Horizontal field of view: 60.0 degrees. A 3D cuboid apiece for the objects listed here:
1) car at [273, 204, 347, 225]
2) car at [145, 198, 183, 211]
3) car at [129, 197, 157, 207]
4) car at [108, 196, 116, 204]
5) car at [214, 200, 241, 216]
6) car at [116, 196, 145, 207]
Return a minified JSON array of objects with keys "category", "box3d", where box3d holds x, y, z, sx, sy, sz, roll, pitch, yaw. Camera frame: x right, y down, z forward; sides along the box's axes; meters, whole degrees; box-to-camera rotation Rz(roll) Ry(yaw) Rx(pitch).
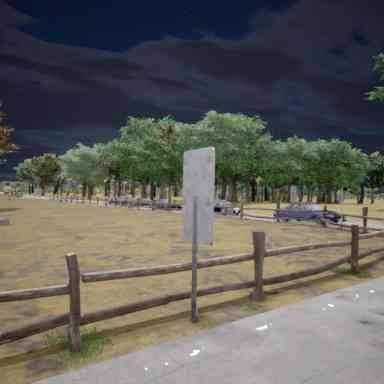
[{"category":"car","box3d":[8.535,1.567,24.658,2.033,1.411,5.357,2,-1,-34]},{"category":"car","box3d":[-3.318,1.559,41.304,2.033,1.411,5.357,2,-1,-35]},{"category":"car","box3d":[-7.797,1.628,52.555,2.033,1.411,5.357,2,-1,-35]},{"category":"car","box3d":[-13.653,1.552,60.668,2.128,1.511,4.902,2,-1,-36]},{"category":"car","box3d":[2.748,1.508,32.815,2.128,1.511,4.902,2,-1,-36]},{"category":"car","box3d":[-9.260,1.511,49.699,1.837,1.490,4.892,2,-1,-35]}]
